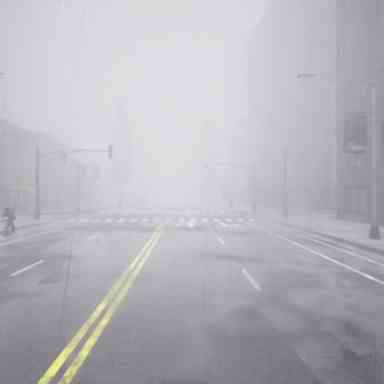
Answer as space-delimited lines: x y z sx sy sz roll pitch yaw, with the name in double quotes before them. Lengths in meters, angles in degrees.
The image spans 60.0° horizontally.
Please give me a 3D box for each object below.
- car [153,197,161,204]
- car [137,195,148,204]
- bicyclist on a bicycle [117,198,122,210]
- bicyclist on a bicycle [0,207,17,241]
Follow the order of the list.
"car" -8.012 1.929 76.260 1.882 1.535 5.008 0 0 -5
"car" -11.245 1.674 75.928 2.150 2.045 5.566 0 0 -5
"bicyclist on a bicycle" -10.069 1.708 46.610 0.866 1.612 1.509 -9 1 -10
"bicyclist on a bicycle" -8.951 1.540 16.268 0.582 1.620 1.656 0 0 -3
